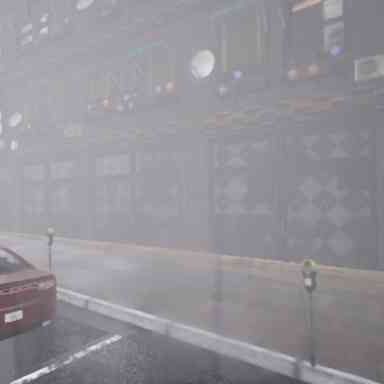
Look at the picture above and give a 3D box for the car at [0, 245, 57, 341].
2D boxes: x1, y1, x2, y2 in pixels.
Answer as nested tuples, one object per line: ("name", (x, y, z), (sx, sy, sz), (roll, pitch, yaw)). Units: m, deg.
("car", (-4.168, 1.503, 5.717), (4.507, 1.381, 1.887), (0, -1, 36))
